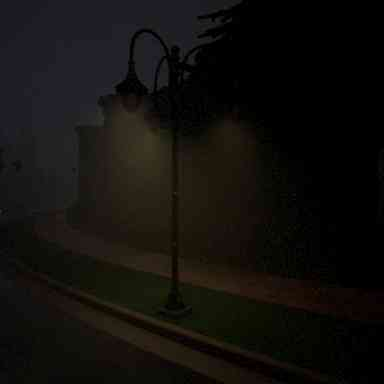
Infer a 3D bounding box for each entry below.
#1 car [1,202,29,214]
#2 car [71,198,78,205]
[{"bbox_3d":[-20.058,1.714,37.113,1.895,1.301,4.718,0,0,-3],"label":"car"},{"bbox_3d":[-19.917,1.670,60.552,1.882,1.535,5.008,0,0,16],"label":"car"}]
